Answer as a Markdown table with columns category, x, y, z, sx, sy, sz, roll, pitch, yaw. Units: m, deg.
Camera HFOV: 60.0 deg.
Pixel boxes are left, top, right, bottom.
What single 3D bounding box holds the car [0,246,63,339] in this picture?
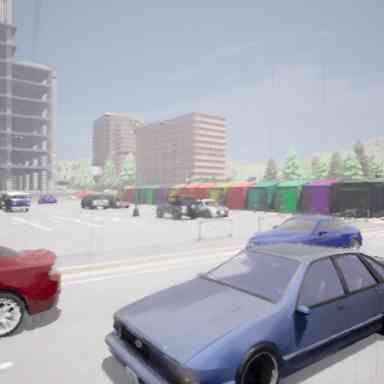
| category | x | y | z | sx | sy | sz | roll | pitch | yaw |
| --- | --- | --- | --- | --- | --- | --- | --- | --- | --- |
| car | -4.628 | 1.476 | 4.983 | 5.008 | 1.535 | 1.882 | 0 | 0 | -36 |

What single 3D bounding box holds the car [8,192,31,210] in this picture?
| category | x | y | z | sx | sy | sz | roll | pitch | yaw |
| --- | --- | --- | --- | --- | --- | --- | --- | --- | --- |
| car | -25.118 | 1.143 | 48.298 | 1.932 | 1.855 | 4.605 | 0 | 0 | -37 |

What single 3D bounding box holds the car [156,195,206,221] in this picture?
| category | x | y | z | sx | sy | sz | roll | pitch | yaw |
| --- | --- | --- | --- | --- | --- | --- | --- | --- | --- |
| car | -1.079 | 1.151 | 25.609 | 1.905 | 1.878 | 3.866 | 0 | 0 | -37 |

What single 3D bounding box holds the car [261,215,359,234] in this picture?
| category | x | y | z | sx | sy | sz | roll | pitch | yaw |
| --- | --- | --- | --- | --- | --- | --- | --- | --- | --- |
| car | 3.853 | 1.524 | 11.024 | 4.674 | 1.442 | 1.812 | 0 | 0 | -36 |

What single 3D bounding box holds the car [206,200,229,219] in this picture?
| category | x | y | z | sx | sy | sz | roll | pitch | yaw |
| --- | --- | --- | --- | --- | --- | --- | --- | --- | --- |
| car | 1.241 | 1.390 | 27.341 | 1.970 | 1.475 | 3.806 | 0 | 0 | -37 |

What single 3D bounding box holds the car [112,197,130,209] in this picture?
| category | x | y | z | sx | sy | sz | roll | pitch | yaw |
| --- | --- | --- | --- | --- | --- | --- | --- | --- | --- |
| car | -9.275 | 1.356 | 41.288 | 1.784 | 1.438 | 3.905 | 0 | 0 | -37 |

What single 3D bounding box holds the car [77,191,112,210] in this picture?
| category | x | y | z | sx | sy | sz | roll | pitch | yaw |
| --- | --- | --- | --- | --- | --- | --- | --- | --- | --- |
| car | -11.628 | 1.145 | 39.598 | 1.932 | 1.855 | 4.605 | 0 | 0 | -37 |

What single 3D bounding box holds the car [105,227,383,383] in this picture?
| category | x | y | z | sx | sy | sz | roll | pitch | yaw |
| --- | --- | --- | --- | --- | --- | --- | --- | --- | --- |
| car | 1.525 | 1.547 | 5.081 | 5.357 | 1.411 | 2.033 | 0 | 0 | -36 |

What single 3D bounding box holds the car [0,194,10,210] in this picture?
| category | x | y | z | sx | sy | sz | roll | pitch | yaw |
| --- | --- | --- | --- | --- | --- | --- | --- | --- | --- |
| car | -27.232 | 1.353 | 46.644 | 1.784 | 1.438 | 3.905 | 0 | 0 | -37 |
